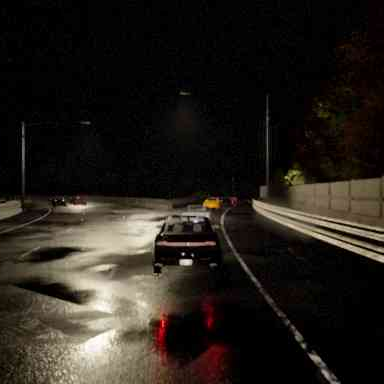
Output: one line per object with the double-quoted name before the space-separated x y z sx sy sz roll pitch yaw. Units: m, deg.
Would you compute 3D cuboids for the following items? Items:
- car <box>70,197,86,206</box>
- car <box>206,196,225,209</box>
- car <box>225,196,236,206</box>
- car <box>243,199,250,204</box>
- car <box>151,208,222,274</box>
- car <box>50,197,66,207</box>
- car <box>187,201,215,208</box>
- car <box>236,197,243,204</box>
"car" -19.005 1.539 55.334 1.994 1.385 4.181 0 0 -30
"car" 2.596 1.410 40.190 1.882 1.535 5.008 0 0 9
"car" 5.080 1.399 51.878 2.128 1.511 4.902 0 0 13
"car" 14.464 2.593 88.779 1.882 1.535 5.008 0 -4 16
"car" -0.125 1.476 10.435 2.128 1.511 4.902 0 0 0
"car" -20.668 1.478 51.239 2.128 1.511 4.902 0 0 -29
"car" 0.447 1.564 23.478 1.895 1.301 4.718 0 0 4
"car" 7.937 1.594 63.125 1.895 1.301 4.718 0 -1 14
